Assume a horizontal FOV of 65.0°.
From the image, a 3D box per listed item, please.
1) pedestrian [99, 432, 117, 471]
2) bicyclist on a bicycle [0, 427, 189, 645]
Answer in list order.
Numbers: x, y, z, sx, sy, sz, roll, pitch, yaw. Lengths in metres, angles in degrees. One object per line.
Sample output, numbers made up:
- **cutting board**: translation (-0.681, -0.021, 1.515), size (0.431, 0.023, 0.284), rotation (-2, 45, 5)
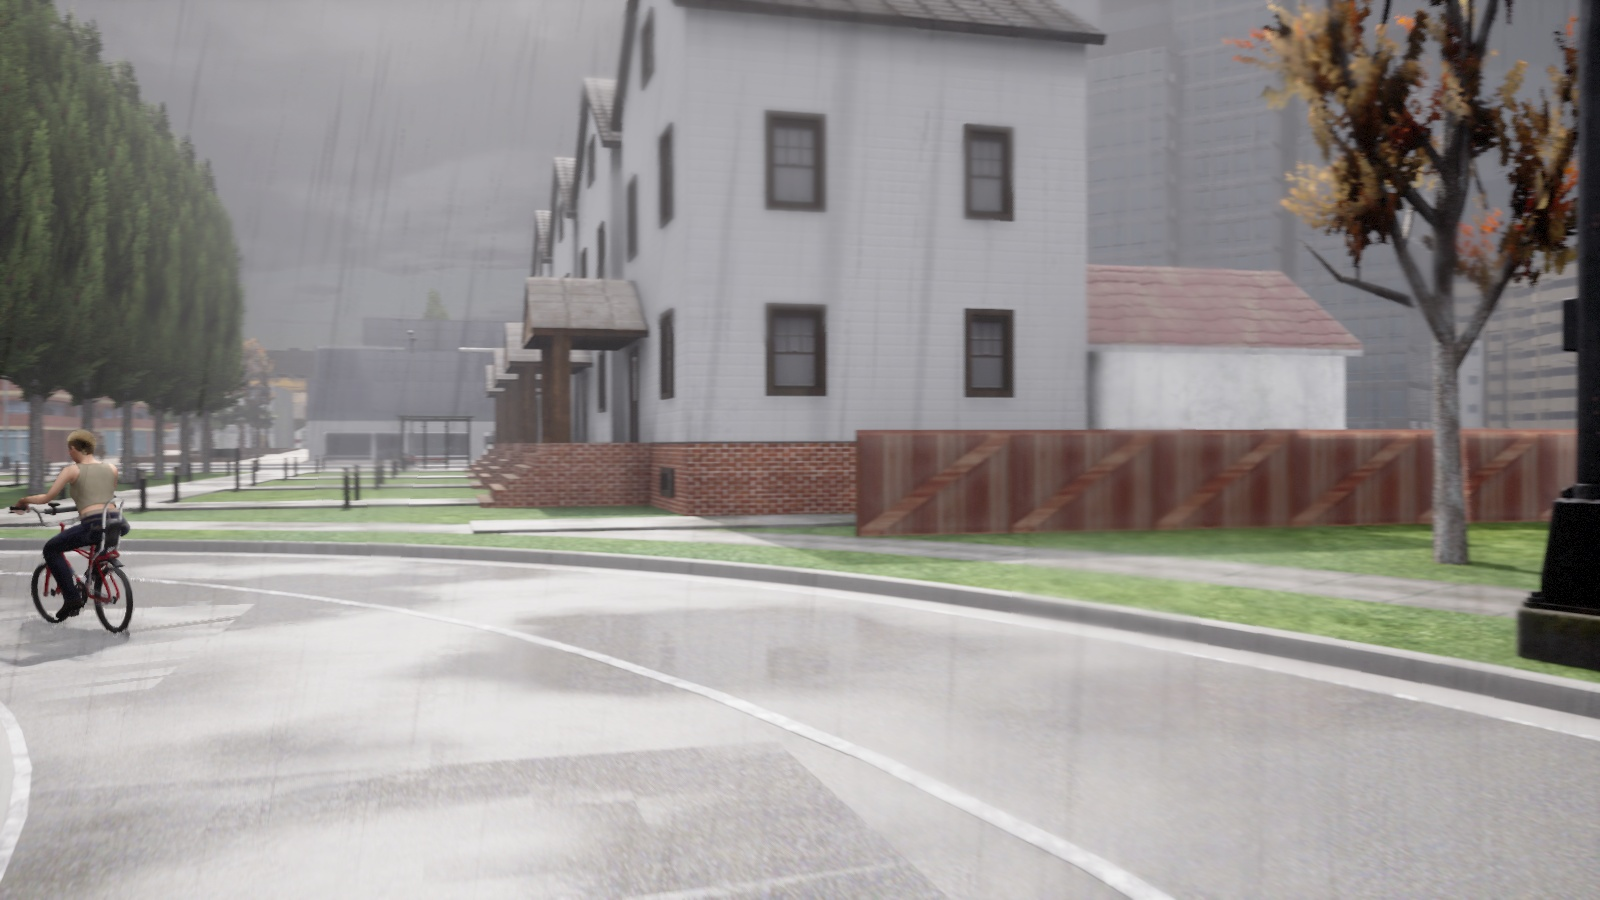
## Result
- **pedestrian**: translation (-33.384, 0.066, 60.597), size (0.694, 1.848, 0.540), rotation (0, 0, -19)
- **bicyclist on a bicycle**: translation (-5.810, 0.635, 10.140), size (1.509, 1.612, 0.866), rotation (0, 2, 33)
